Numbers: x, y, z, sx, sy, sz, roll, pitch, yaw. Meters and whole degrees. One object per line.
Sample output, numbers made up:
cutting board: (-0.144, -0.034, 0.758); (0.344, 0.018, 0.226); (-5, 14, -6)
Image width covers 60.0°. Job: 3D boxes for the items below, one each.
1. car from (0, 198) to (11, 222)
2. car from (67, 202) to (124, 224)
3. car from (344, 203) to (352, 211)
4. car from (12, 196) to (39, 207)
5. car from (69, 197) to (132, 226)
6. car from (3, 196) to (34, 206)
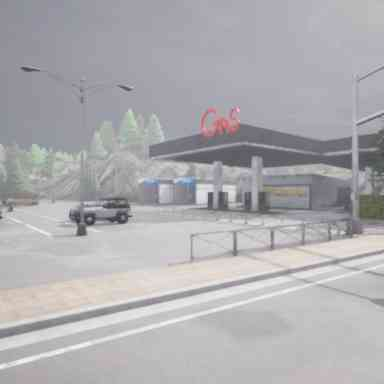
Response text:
car: (-14.402, 1.289, 21.100); (4.605, 1.855, 1.932); (0, 0, -36)
car: (-7.535, 1.555, 26.073); (3.806, 1.475, 1.970); (0, 0, -36)
car: (21.851, 1.682, 42.392); (2.242, 1.667, 4.611); (0, 0, -36)
car: (-27.547, 1.525, 53.878); (5.027, 1.636, 2.152); (0, 0, -36)
car: (-6.093, 1.271, 23.016); (3.866, 1.878, 1.905); (0, 0, -36)
car: (-29.418, 1.534, 56.396); (4.514, 1.523, 2.007); (0, 0, -36)
